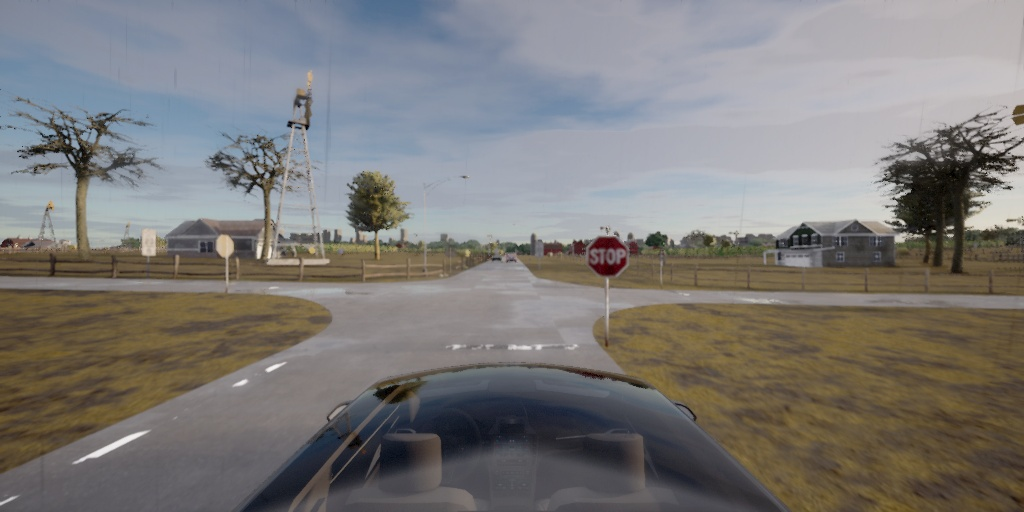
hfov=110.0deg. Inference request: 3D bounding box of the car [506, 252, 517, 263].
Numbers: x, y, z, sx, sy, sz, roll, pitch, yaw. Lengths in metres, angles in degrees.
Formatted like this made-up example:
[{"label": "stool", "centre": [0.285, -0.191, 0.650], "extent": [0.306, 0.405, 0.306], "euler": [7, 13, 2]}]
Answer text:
[{"label": "car", "centre": [-0.095, 0.448, 63.366], "extent": [2.033, 1.411, 5.357], "euler": [0, 1, 0]}]
